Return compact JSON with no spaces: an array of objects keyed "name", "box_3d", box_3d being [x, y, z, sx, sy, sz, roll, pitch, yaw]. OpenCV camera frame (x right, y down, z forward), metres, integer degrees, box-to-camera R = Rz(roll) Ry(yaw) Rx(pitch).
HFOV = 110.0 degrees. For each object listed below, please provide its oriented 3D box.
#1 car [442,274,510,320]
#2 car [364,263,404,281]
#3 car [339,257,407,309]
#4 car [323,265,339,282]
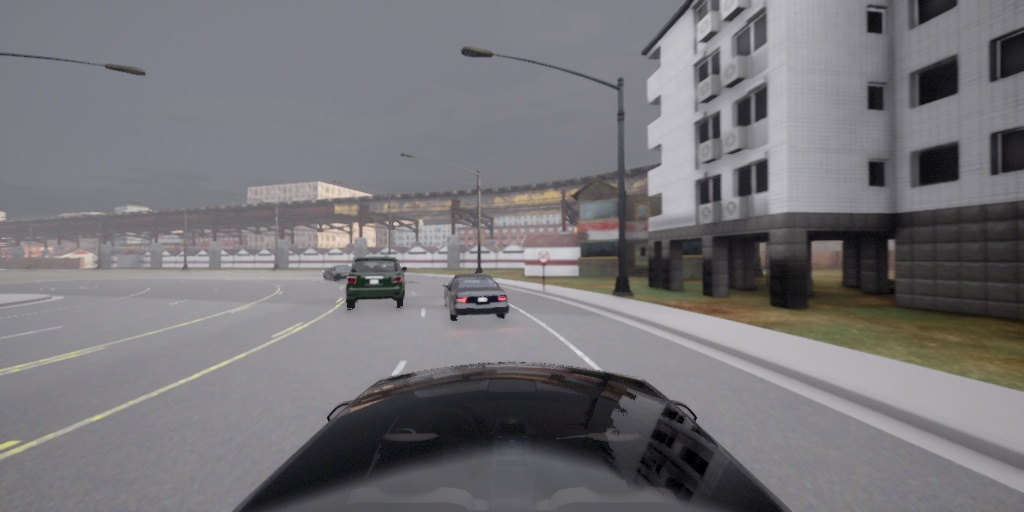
[{"name":"car","box_3d":[-1.451,1.349,13.001,2.033,1.411,5.357,0,0,-13]},{"name":"car","box_3d":[-12.144,1.428,33.784,1.882,1.535,5.008,0,0,-41]},{"name":"car","box_3d":[-5.885,1.063,15.828,2.150,2.045,5.566,0,0,-17]},{"name":"car","box_3d":[-15.498,1.532,32.268,1.994,1.385,4.181,0,0,-42]}]
